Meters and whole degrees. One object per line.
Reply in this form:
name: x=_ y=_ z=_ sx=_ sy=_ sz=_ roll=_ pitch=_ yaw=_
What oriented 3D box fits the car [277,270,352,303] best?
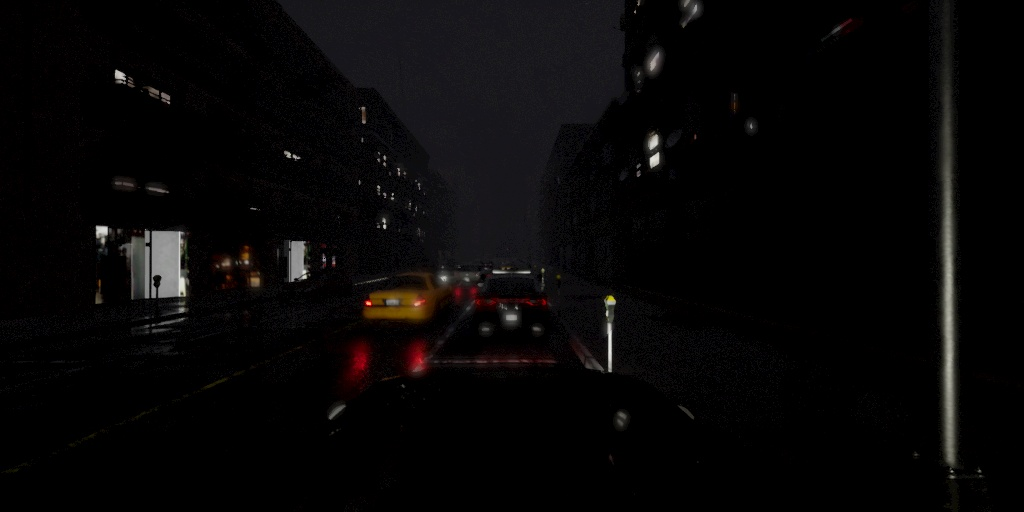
car: x=-8.837 y=1.333 z=16.462 sx=1.802 sy=1.307 sz=4.207 roll=0 pitch=0 yaw=0

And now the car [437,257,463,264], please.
car: x=-6.230 y=1.101 z=38.384 sx=2.097 sy=1.767 sz=4.553 roll=0 pitch=0 yaw=0

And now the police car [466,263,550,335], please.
police car: x=-0.011 y=1.175 z=10.609 sx=1.930 sy=1.638 sz=5.238 roll=0 pitch=0 yaw=0

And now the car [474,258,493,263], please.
car: x=-3.060 y=1.240 z=43.728 sx=2.128 sy=1.511 sz=4.902 roll=0 pitch=0 yaw=0

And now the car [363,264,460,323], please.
car: x=-3.144 y=1.206 z=12.020 sx=1.801 sy=1.575 sz=5.366 roll=0 pitch=0 yaw=0

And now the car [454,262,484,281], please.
car: x=-3.064 y=1.351 z=27.075 sx=1.895 sy=1.301 sz=4.718 roll=0 pitch=0 yaw=0

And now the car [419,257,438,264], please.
car: x=-8.837 y=1.064 z=39.007 sx=2.192 sy=1.841 sz=5.009 roll=0 pitch=0 yaw=0

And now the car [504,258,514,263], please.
car: x=-0.456 y=1.275 z=39.173 sx=1.751 sy=1.417 sz=4.829 roll=0 pitch=0 yaw=0
